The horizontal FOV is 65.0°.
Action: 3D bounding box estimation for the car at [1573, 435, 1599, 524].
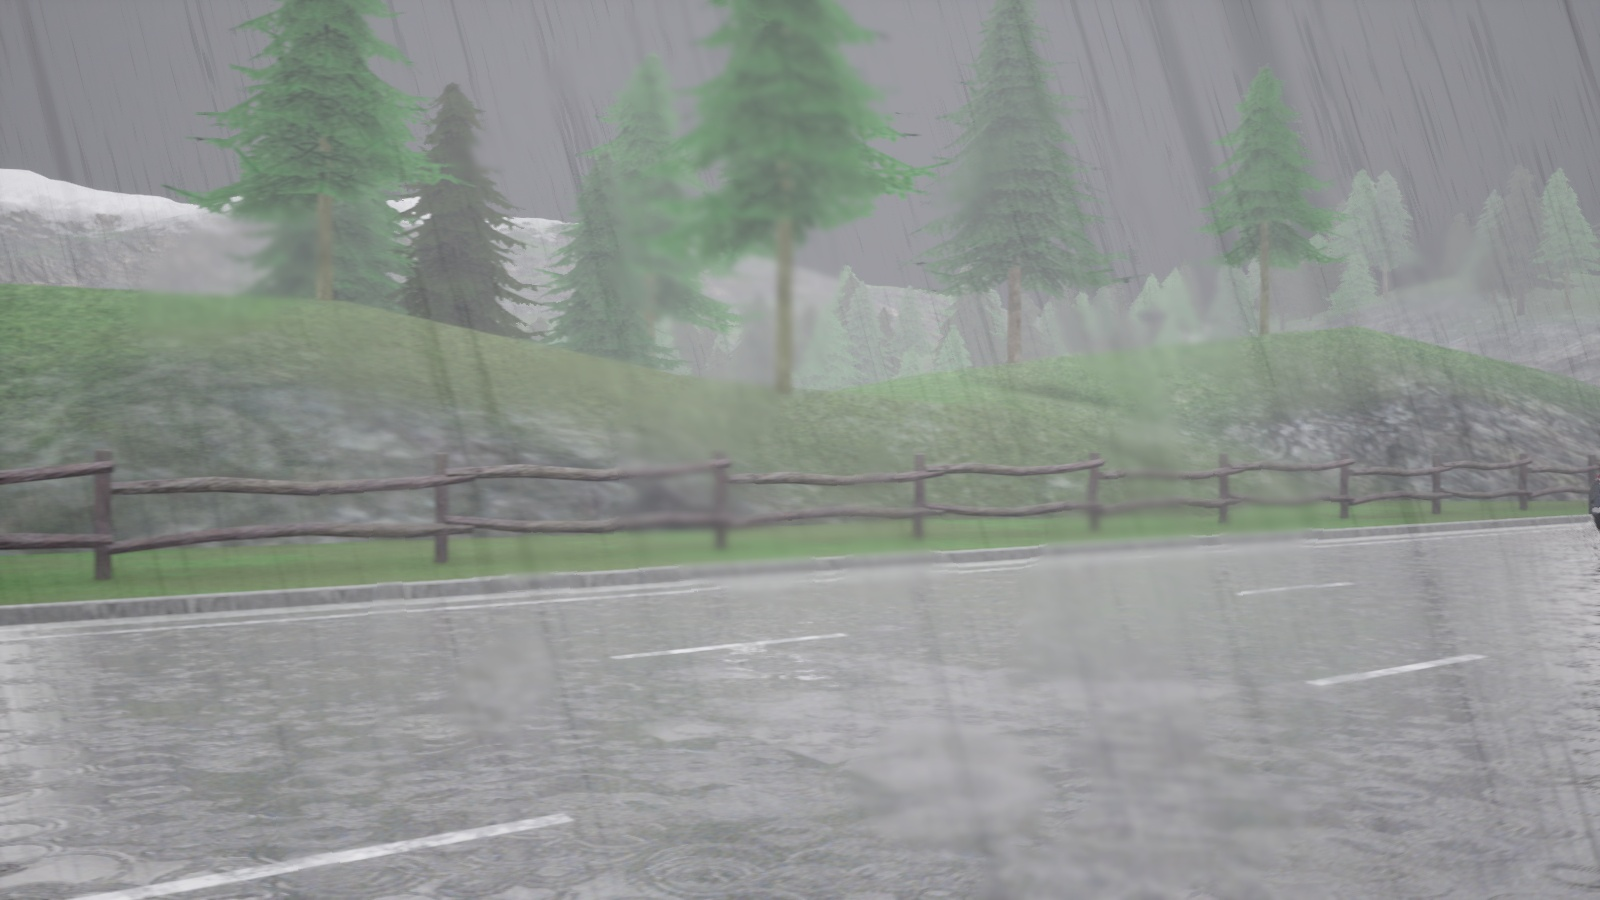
[{"bbox_3d":[17.238,0.538,24.188,5.027,1.651,2.152,0,0,-35],"label":"car"}]
